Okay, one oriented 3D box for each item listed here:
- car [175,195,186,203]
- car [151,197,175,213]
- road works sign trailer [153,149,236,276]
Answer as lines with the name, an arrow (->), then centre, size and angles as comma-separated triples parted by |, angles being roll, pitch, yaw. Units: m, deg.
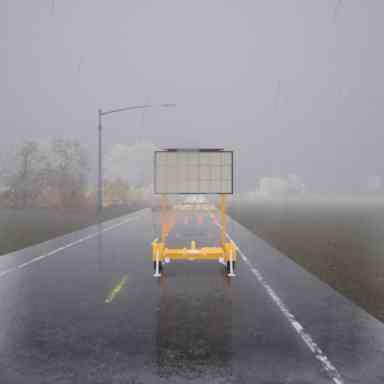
car -> -2.795, 1.554, 72.038 | 1.837, 1.490, 4.892 | 0, 0, 1
car -> -3.359, 1.373, 37.614 | 2.097, 1.767, 4.553 | 0, 0, 1
road works sign trailer -> 0.054, 0.469, 10.320 | 2.380, 3.560, 2.880 | 0, 0, -1
